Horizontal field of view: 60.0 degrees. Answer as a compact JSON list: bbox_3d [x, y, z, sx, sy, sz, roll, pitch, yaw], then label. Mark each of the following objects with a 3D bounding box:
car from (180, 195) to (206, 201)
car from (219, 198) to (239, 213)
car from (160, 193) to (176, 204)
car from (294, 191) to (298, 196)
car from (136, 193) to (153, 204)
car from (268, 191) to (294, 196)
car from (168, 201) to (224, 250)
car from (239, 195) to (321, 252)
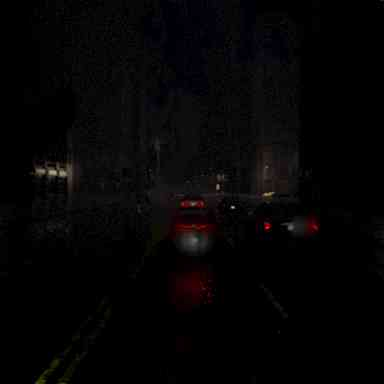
[{"bbox_3d":[0.089,0.996,28.140,2.097,1.767,4.553,0,1,0],"label":"car"},{"bbox_3d":[3.345,1.197,29.063,1.994,1.385,4.181,0,1,0],"label":"car"},{"bbox_3d":[-3.307,0.901,46.487,1.837,1.490,4.892,0,1,0],"label":"car"},{"bbox_3d":[25.878,0.618,77.725,5.009,1.841,2.192,1,0,0],"label":"car"},{"bbox_3d":[-6.557,0.889,46.344,2.128,1.511,4.902,0,1,0],"label":"car"},{"bbox_3d":[20.788,0.777,77.744,4.507,1.381,1.887,1,0,0],"label":"car"},{"bbox_3d":[0.081,1.336,13.431,1.837,1.490,4.892,0,1,0],"label":"car"},{"bbox_3d":[3.327,1.185,13.138,2.097,1.767,4.553,0,1,0],"label":"car"}]
